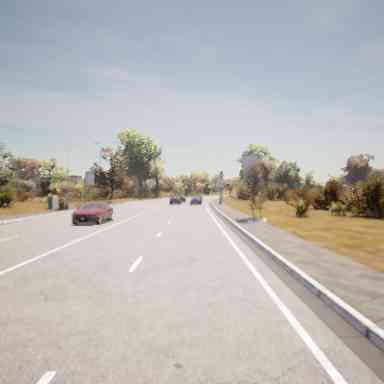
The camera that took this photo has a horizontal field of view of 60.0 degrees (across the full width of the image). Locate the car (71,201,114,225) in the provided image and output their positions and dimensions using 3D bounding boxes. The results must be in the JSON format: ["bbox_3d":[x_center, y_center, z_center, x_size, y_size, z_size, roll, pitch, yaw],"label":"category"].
[{"bbox_3d":[-6.980,1.438,23.786,1.882,1.535,5.008,0,0,1],"label":"car"}]

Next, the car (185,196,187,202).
[{"bbox_3d":[-2.301,1.235,67.856,2.097,1.767,4.553,0,0,4],"label":"car"}]

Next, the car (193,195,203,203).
[{"bbox_3d":[1.193,1.376,67.656,1.837,1.490,4.892,0,0,4],"label":"car"}]

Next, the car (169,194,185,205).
[{"bbox_3d":[-2.832,1.436,57.541,1.837,1.490,4.892,0,0,3],"label":"car"}]

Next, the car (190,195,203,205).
[{"bbox_3d":[0.666,1.464,57.431,1.812,1.442,4.674,0,0,3],"label":"car"}]
